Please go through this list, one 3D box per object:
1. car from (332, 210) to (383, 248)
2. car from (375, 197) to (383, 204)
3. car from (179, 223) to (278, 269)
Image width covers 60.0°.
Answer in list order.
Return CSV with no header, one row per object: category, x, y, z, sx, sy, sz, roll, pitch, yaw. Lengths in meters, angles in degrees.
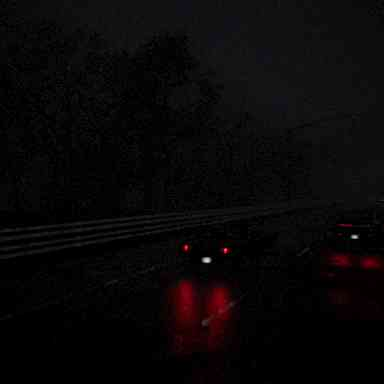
car,7.732,1.583,15.395,2.128,1.511,4.902,-1,-1,30
car,43.732,1.998,77.208,1.994,1.385,4.181,-1,-1,36
car,1.541,1.730,11.763,1.895,1.301,4.718,-1,-1,30
